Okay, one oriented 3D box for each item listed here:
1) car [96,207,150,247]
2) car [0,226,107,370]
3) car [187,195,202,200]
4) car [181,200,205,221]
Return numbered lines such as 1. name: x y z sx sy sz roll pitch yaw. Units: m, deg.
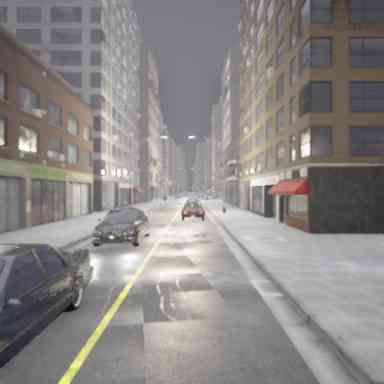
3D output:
1. car: -3.061 1.498 15.175 1.837 1.490 4.892 0 0 0
2. car: -3.060 1.545 5.001 2.033 1.411 5.357 0 0 0
3. car: 0.052 1.508 42.862 1.812 1.442 4.674 0 0 0
4. car: 0.081 1.589 27.392 1.895 1.301 4.718 0 0 0
